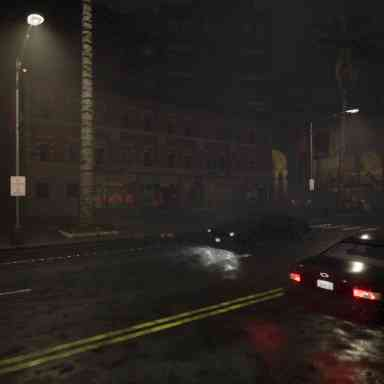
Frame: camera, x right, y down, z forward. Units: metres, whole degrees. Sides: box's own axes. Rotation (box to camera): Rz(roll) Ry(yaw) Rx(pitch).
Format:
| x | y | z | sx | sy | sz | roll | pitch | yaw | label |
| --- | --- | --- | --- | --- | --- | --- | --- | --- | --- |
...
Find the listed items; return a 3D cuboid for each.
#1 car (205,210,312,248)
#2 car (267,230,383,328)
| x | y | z | sx | sy | sz | roll | pitch | yaw | label |
| --- | --- | --- | --- | --- | --- | --- | --- | --- | --- |
| 3.185 | 1.547 | 14.996 | 5.357 | 1.411 | 2.033 | 0 | 0 | -36 | car |
| 4.192 | 1.547 | 6.852 | 5.357 | 1.411 | 2.033 | 0 | 0 | -36 | car |
